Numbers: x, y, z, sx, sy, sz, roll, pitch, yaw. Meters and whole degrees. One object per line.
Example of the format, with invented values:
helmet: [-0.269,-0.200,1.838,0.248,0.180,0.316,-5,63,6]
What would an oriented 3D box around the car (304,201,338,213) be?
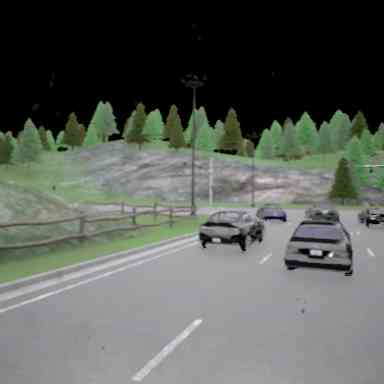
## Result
car: [10.334,1.573,26.778,2.097,1.767,4.553,1,0,13]

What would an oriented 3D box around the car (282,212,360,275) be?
car: [4.222,1.638,10.930,2.033,1.411,5.357,1,0,24]

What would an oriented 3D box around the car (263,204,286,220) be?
car: [6.703,1.738,28.598,1.994,1.385,4.181,1,0,1]

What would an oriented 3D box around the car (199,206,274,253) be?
car: [1.860,1.557,14.260,2.128,1.511,4.902,1,0,24]

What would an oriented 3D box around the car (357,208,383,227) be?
car: [13.667,1.866,24.841,1.895,1.301,4.718,1,0,17]
